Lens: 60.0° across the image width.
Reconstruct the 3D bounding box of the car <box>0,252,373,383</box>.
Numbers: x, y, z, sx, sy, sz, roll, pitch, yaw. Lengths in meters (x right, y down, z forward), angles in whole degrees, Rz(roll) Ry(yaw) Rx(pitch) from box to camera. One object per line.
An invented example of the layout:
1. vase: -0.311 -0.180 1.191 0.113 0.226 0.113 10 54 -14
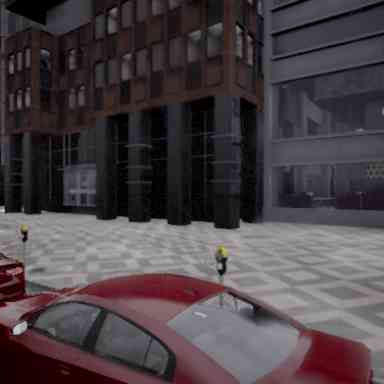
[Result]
1. car: -0.619 1.545 3.423 4.507 1.381 1.887 0 0 36
